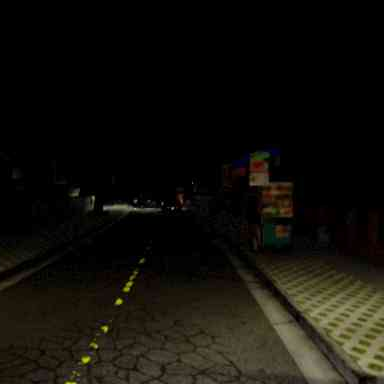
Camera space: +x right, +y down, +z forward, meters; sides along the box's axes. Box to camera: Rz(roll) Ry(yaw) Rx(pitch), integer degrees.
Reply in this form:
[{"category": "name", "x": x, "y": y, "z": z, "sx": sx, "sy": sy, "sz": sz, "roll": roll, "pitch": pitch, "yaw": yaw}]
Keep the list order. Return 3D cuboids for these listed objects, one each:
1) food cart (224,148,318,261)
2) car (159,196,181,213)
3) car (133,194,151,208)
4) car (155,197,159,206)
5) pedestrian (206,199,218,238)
[{"category": "food cart", "x": 2.729, "y": 0.367, "z": 12.854, "sx": 2.280, "sy": 3.560, "sz": 4.660, "roll": 0, "pitch": 1, "yaw": -3}, {"category": "car", "x": -2.158, "y": 1.279, "z": 34.101, "sx": 1.837, "sy": 1.490, "sz": 4.892, "roll": 0, "pitch": 0, "yaw": -7}, {"category": "car", "x": -6.306, "y": 1.094, "z": 41.944, "sx": 2.097, "sy": 1.767, "sz": 4.553, "roll": 0, "pitch": 0, "yaw": -9}, {"category": "car", "x": -4.109, "y": 1.263, "z": 47.203, "sx": 2.033, "sy": 1.411, "sz": 5.357, "roll": 0, "pitch": 0, "yaw": -12}, {"category": "pedestrian", "x": 0.932, "y": 1.179, "z": 15.314, "sx": 0.375, "sy": 1.860, "sz": 0.375, "roll": -1, "pitch": 1, "yaw": -11}]
